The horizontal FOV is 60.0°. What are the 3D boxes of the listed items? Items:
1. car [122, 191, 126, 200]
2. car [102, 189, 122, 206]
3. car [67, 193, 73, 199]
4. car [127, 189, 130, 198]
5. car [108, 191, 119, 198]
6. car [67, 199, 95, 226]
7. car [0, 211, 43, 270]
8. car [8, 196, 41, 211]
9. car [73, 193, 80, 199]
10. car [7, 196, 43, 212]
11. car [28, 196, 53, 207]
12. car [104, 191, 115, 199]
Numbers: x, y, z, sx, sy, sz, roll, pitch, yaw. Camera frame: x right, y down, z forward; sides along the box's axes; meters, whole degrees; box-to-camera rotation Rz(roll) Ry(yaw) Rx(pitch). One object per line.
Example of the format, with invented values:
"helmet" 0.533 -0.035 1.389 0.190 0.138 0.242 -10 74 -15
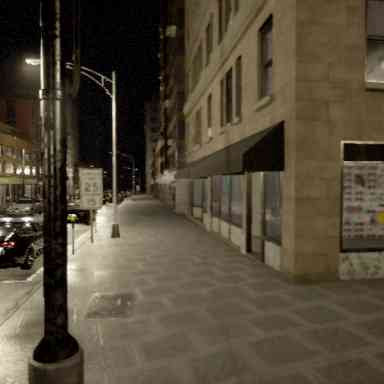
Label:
"car" -12.335 0.955 54.212 2.008 1.369 4.403 -1 1 -9
"car" -10.682 0.858 43.341 2.192 1.841 5.009 -1 1 -9
"car" -20.738 0.968 52.760 1.752 1.417 4.829 -1 1 -9
"car" -14.820 0.646 70.511 1.967 1.590 4.097 -1 1 -9
"car" -19.658 0.590 83.366 2.128 1.511 4.902 0 1 -9
"car" -7.369 1.409 21.610 1.947 1.339 4.313 -1 1 -9
"car" -5.714 1.568 10.743 1.947 1.339 4.313 -1 1 -9
"car" -18.255 1.180 36.459 1.752 1.417 4.829 -1 1 -9
"car" -22.419 0.852 63.796 1.887 1.381 4.507 -1 1 -9
"car" -14.549 1.273 29.290 1.812 1.442 4.674 0 1 -8
"car" -19.107 1.162 42.061 1.802 1.307 4.206 -1 1 -9
"car" -18.108 0.659 73.186 1.882 1.535 5.008 0 1 -9
